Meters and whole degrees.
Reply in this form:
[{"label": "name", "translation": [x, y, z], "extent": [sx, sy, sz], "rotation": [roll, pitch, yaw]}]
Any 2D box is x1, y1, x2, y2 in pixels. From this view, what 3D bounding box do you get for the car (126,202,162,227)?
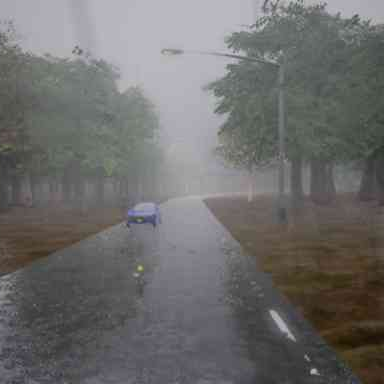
[{"label": "car", "translation": [-3.095, 1.408, 22.108], "extent": [1.882, 1.535, 5.008], "rotation": [0, 0, 0]}]
